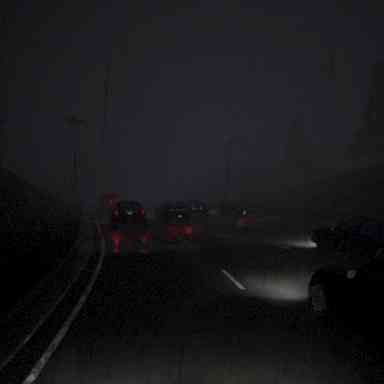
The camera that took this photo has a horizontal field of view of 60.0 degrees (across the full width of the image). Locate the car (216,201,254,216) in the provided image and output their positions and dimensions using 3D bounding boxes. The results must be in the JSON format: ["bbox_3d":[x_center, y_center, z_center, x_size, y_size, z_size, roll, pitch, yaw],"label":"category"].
[{"bbox_3d":[3.880,1.499,31.030,1.895,1.301,4.718,0,0,-18],"label":"car"}]

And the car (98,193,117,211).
[{"bbox_3d":[-9.865,1.159,39.554,2.150,2.045,5.566,0,1,-18],"label":"car"}]

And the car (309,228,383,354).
[{"bbox_3d":[3.211,1.500,4.310,1.812,1.442,4.674,0,0,-4],"label":"car"}]

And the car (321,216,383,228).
[{"bbox_3d":[5.962,1.492,10.710,2.033,1.411,5.357,0,0,-10],"label":"car"}]

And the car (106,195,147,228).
[{"bbox_3d":[-4.333,1.310,22.010,2.097,1.767,4.553,0,0,-17],"label":"car"}]

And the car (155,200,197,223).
[{"bbox_3d":[-1.543,1.430,24.898,2.128,1.511,4.902,0,0,-17],"label":"car"}]

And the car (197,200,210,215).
[{"bbox_3d":[0.010,1.461,31.667,2.033,1.411,5.357,0,0,-18],"label":"car"}]
